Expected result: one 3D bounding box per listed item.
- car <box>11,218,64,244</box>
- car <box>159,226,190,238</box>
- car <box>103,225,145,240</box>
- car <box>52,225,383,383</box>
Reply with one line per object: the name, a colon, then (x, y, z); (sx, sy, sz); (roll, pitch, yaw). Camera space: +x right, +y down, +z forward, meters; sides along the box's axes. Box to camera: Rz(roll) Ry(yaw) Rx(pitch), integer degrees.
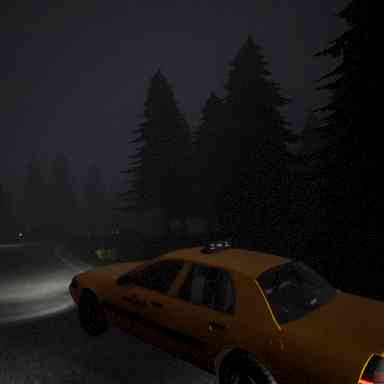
car: (-12.749, 3.224, 28.112); (2.150, 2.045, 5.566); (-4, -7, 7)
car: (-2.321, 5.544, 46.264); (1.882, 1.535, 5.008); (-5, -8, 30)
car: (-7.439, 4.510, 36.956); (2.033, 1.411, 5.357); (-4, -8, 20)
car: (0.138, 1.441, 4.738); (5.366, 1.575, 1.801); (0, 1, 43)
